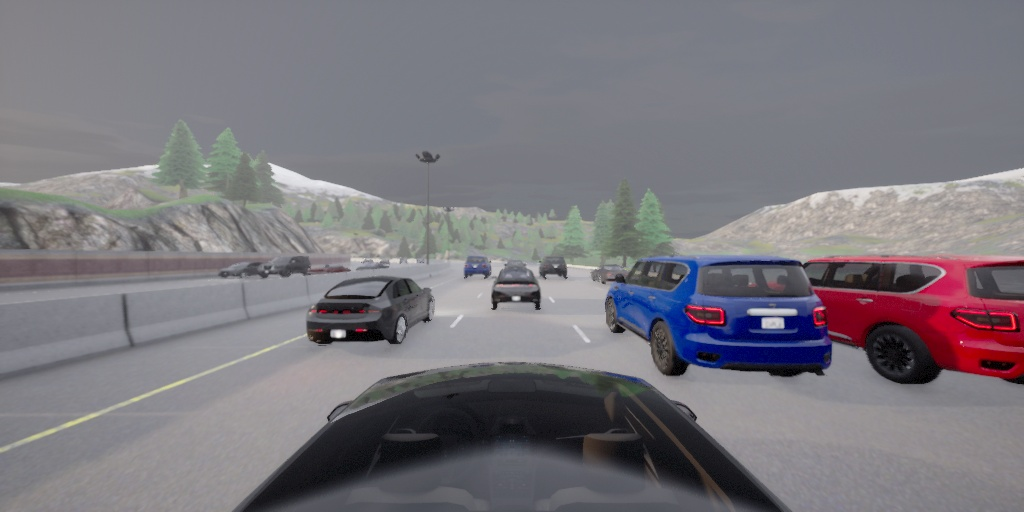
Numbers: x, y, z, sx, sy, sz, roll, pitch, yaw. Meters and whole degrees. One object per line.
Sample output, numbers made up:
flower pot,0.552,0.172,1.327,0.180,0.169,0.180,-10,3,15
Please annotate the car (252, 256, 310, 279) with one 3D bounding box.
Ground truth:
car,-20.922,0.994,33.357,2.150,2.045,5.566,0,0,0

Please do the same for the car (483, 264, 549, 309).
car,0.168,1.261,14.954,2.128,1.511,4.902,0,0,0

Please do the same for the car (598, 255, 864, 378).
car,3.589,0.987,7.540,2.150,2.045,5.566,0,0,1

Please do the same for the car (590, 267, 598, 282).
car,7.240,1.340,26.856,2.033,1.411,5.357,0,0,1

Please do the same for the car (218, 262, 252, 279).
car,-24.440,1.273,32.962,1.837,1.490,4.892,0,0,0

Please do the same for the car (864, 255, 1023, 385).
car,7.086,0.990,7.170,2.150,2.045,5.566,0,0,1

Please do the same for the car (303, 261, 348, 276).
car,-17.426,1.378,34.185,1.895,1.301,4.718,0,0,0

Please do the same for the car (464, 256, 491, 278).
car,-3.208,1.014,33.950,2.150,2.045,5.566,0,0,0

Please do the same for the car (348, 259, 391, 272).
car,-13.920,1.330,35.701,2.033,1.411,5.357,0,0,0

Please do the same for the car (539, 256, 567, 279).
car,3.794,1.021,33.634,2.150,2.045,5.566,0,0,0

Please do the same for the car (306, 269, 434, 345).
car,-3.386,1.264,9.467,1.837,1.490,4.892,0,0,1

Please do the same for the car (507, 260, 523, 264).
car,0.281,1.146,33.653,2.097,1.767,4.553,0,0,0
